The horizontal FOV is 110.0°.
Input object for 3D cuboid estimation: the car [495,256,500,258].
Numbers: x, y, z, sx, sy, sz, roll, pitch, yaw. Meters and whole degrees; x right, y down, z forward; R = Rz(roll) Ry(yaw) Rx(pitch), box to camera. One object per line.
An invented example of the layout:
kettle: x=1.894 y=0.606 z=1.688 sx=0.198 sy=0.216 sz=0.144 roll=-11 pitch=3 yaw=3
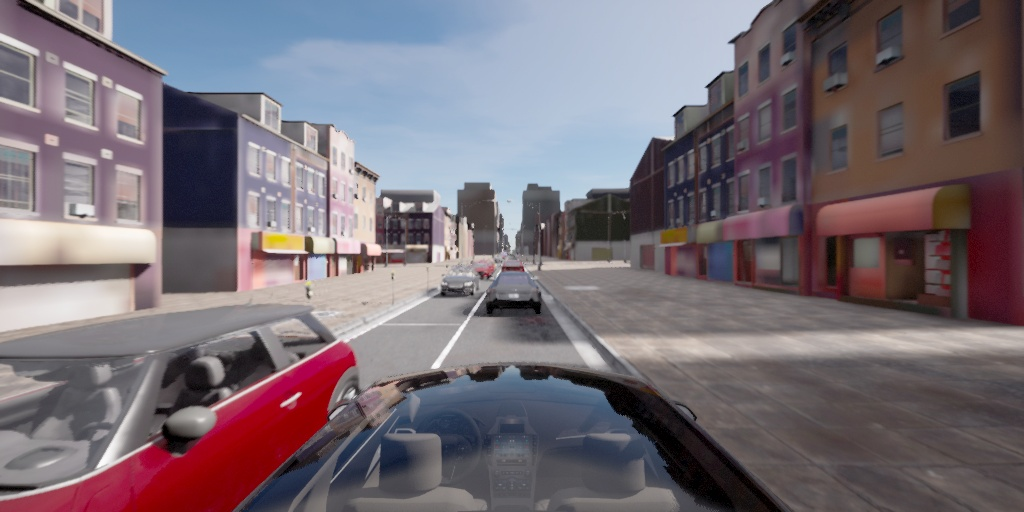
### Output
car: x=-2.639 y=0.987 z=40.905 sx=1.751 sy=1.417 sz=4.829 roll=0 pitch=0 yaw=0

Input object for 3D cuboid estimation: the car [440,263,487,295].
car: x=-2.638 y=1.240 z=18.928 sx=2.007 sy=1.370 sz=4.403 roll=0 pitch=0 yaw=0

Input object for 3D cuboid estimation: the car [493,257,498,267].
car: x=-2.639 y=1.080 z=35.539 sx=1.888 sy=1.381 sz=4.507 roll=0 pitch=0 yaw=0

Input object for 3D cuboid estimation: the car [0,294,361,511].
car: x=-2.637 y=1.189 z=2.311 sx=1.967 sy=1.591 sz=4.097 roll=0 pitch=0 yaw=0

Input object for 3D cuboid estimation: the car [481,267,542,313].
car: x=0.071 y=1.281 z=13.876 sx=1.994 sy=1.385 sz=4.181 roll=0 pitch=0 yaw=0

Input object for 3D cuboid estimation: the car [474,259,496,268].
car: x=-2.639 y=1.142 z=30.002 sx=1.888 sy=1.381 sz=4.507 roll=0 pitch=0 yaw=0

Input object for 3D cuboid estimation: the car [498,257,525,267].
car: x=0.073 y=1.077 z=29.667 sx=1.882 sy=1.535 sz=5.008 roll=0 pitch=0 yaw=0
